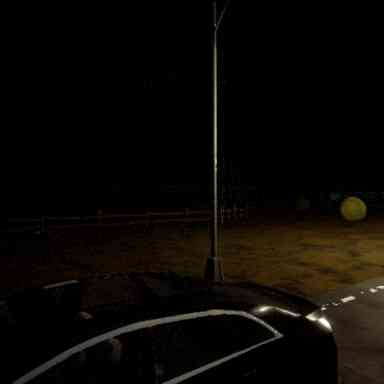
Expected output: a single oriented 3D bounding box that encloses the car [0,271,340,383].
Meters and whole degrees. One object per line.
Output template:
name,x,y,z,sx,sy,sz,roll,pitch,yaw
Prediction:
car,-0.905,1.491,2.414,4.902,1.511,2.128,0,0,-35
